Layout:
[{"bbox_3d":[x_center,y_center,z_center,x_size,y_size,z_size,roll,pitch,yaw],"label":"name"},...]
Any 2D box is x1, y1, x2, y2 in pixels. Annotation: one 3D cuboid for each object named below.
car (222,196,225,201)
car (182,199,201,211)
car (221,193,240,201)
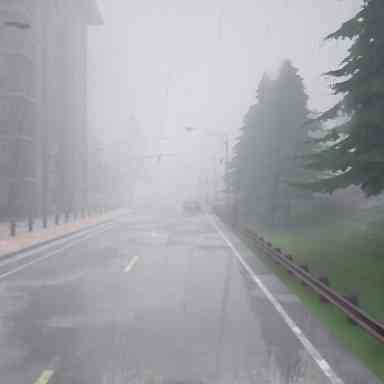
[{"bbox_3d":[8.801,1.060,70.140,4.605,1.855,1.932,0,0,-1],"label":"car"},{"bbox_3d":[-0.083,1.517,39.068,1.994,1.385,4.181,0,0,-3],"label":"car"},{"bbox_3d":[8.385,1.059,72.650,3.866,1.878,1.905,0,0,-1],"label":"car"}]
